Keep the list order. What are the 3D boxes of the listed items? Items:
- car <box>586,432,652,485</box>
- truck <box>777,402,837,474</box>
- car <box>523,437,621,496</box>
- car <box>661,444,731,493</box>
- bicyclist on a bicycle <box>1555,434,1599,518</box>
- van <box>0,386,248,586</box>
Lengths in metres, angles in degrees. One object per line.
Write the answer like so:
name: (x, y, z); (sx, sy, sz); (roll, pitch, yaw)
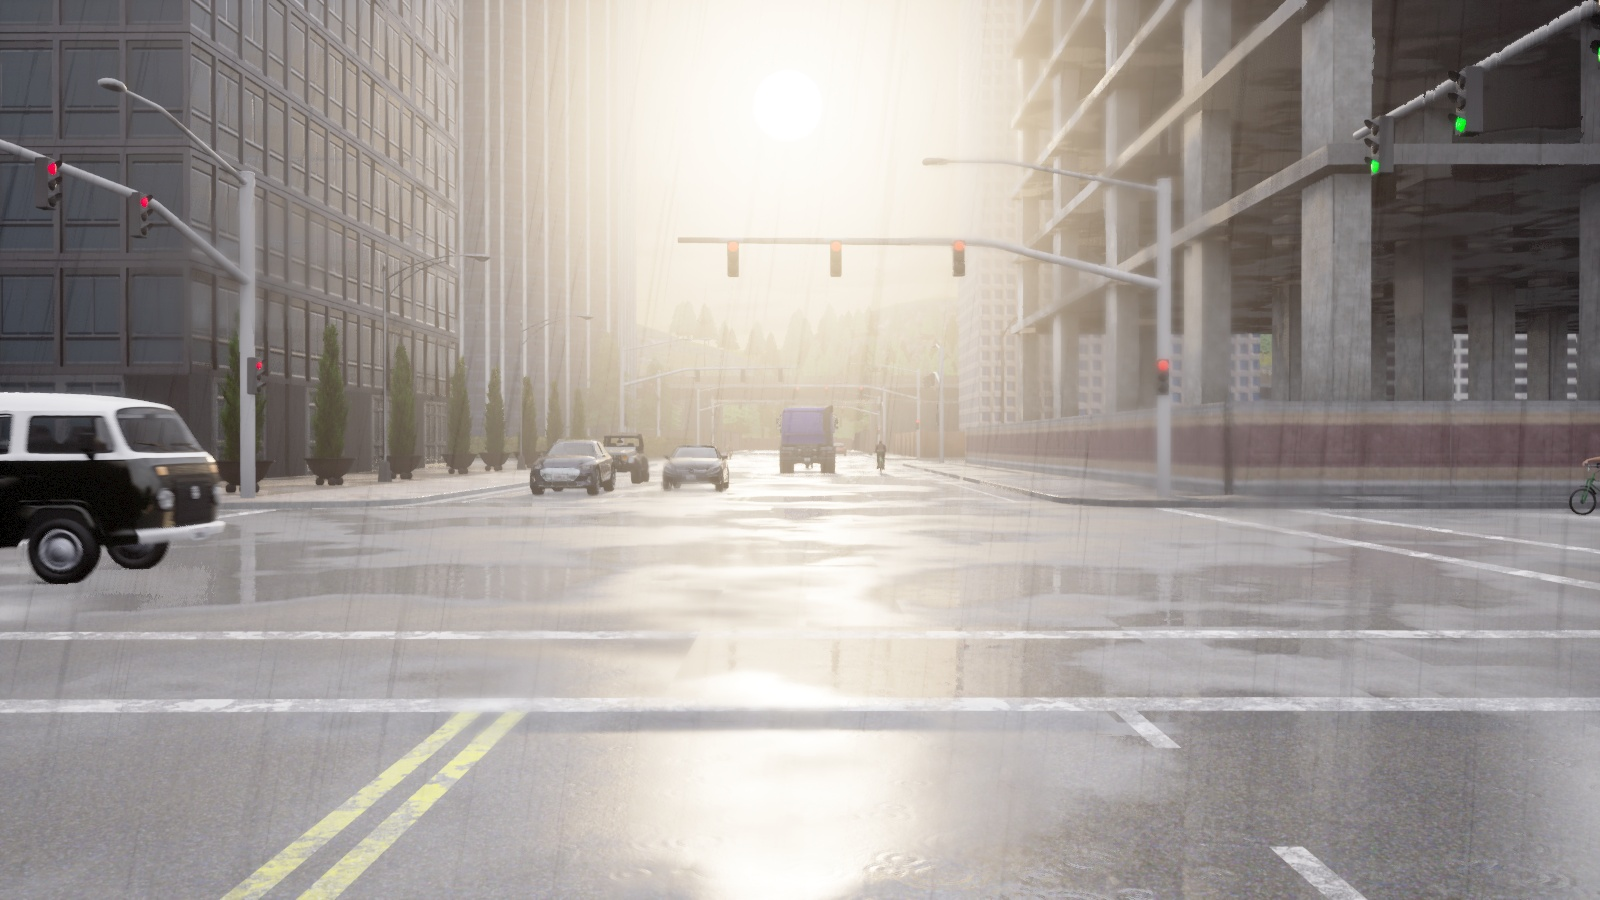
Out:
car: (-6.725, 0.269, 46.919); (1.905, 1.878, 3.866); (0, 1, 0)
truck: (0.376, -0.599, 64.557); (2.891, 3.462, 7.936); (0, 0, 0)
car: (-6.774, 0.457, 37.851); (2.033, 1.649, 4.856); (0, 0, 0)
car: (-3.261, 0.543, 40.083); (1.812, 1.442, 4.674); (0, 0, 0)
bicyclist on a bicycle: (15.729, 0.502, 24.463); (1.509, 1.612, 0.866); (0, 0, 0)
van: (-8.769, 0.359, 13.802); (4.480, 2.038, 2.069); (0, 0, -1)
